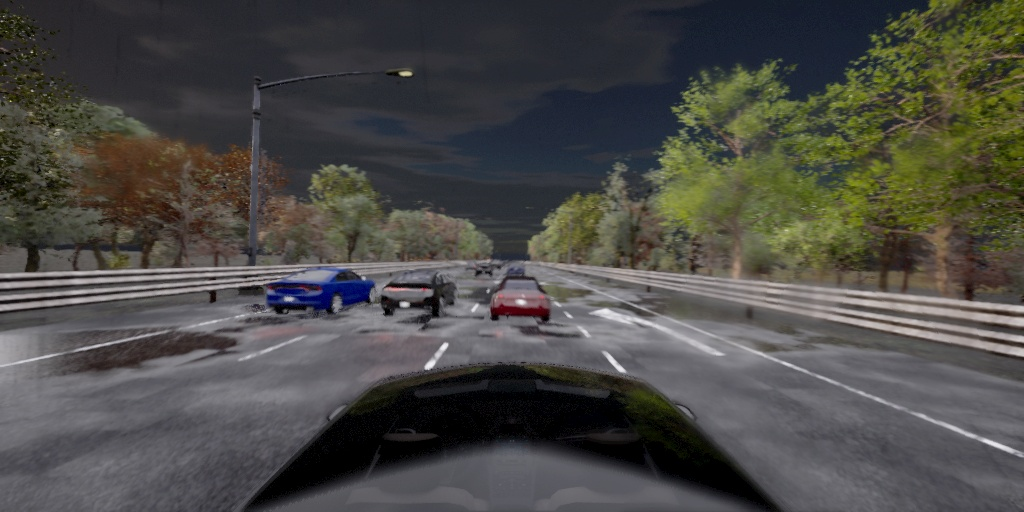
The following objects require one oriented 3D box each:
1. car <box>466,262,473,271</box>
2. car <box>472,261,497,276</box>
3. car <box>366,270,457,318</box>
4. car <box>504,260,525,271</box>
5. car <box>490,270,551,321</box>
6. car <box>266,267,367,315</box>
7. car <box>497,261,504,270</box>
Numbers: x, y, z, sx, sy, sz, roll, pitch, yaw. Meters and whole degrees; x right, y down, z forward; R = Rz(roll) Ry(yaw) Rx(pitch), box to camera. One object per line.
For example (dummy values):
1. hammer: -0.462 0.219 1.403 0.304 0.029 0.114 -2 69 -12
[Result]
1. car: -6.464 1.680 58.917 2.033 1.411 5.357 1 -1 0
2. car: -3.059 1.531 40.845 1.837 1.490 4.892 1 -1 0
3. car: -3.196 1.258 13.164 2.128 1.511 4.902 1 0 0
4. car: 0.457 1.475 42.727 2.097 1.767 4.553 1 -1 0
5. car: 0.294 1.409 13.071 1.994 1.385 4.181 1 0 0
6. car: -6.695 1.165 13.254 1.882 1.535 5.008 1 0 0
7. car: -2.933 1.754 64.890 1.882 1.535 5.008 1 -1 0
